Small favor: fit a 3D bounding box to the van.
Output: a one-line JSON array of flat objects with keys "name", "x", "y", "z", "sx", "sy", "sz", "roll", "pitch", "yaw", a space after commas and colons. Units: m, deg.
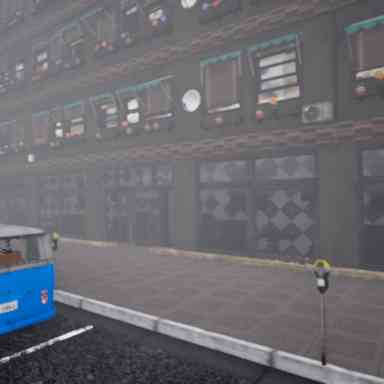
[{"name": "van", "x": -4.115, "y": 1.422, "z": 5.815, "sx": 3.998, "sy": 1.788, "sz": 1.690, "roll": -1, "pitch": -1, "yaw": 35}]
